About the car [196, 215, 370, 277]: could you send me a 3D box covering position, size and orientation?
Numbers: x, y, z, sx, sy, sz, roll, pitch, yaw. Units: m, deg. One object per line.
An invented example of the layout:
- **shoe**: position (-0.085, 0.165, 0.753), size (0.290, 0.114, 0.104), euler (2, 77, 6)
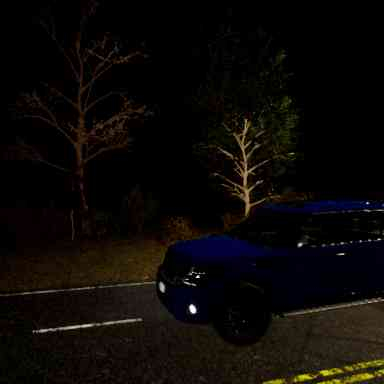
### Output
- **car**: position (2.751, 1.494, 10.137), size (4.892, 1.490, 1.837), euler (1, -1, -18)

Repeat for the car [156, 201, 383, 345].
- **car**: position (2.141, 1.221, 6.397), size (5.566, 2.045, 2.150), euler (0, 0, -17)
